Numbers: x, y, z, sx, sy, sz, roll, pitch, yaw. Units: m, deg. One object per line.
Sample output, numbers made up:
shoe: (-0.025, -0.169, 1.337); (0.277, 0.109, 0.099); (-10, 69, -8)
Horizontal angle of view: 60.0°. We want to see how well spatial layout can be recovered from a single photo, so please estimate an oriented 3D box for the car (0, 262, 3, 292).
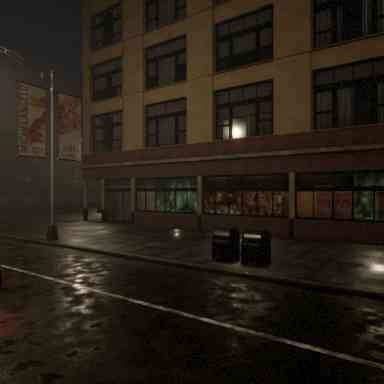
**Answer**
car: (-5.832, 1.564, 7.719); (1.994, 1.385, 4.181); (0, 0, -40)
